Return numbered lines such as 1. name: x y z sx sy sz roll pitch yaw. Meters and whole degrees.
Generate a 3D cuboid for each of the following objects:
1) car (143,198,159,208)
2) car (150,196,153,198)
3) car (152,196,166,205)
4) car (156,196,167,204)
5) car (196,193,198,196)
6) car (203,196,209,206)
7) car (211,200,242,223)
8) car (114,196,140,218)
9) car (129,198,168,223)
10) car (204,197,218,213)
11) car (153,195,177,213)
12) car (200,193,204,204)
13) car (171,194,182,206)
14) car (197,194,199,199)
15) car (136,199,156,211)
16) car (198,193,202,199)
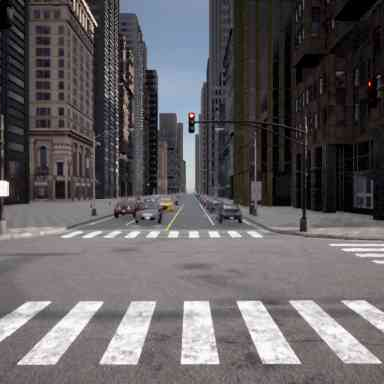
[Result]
1. car: -5.797 1.589 47.668 1.802 1.307 4.206 0 0 0
2. car: -5.790 1.444 36.387 1.967 1.590 4.097 0 0 0
3. car: -5.805 1.452 58.949 1.967 1.590 4.097 0 0 0
4. car: -5.809 1.541 64.420 1.752 1.417 4.829 0 0 0
5. car: 2.701 1.561 87.337 1.752 1.417 4.829 0 0 0
6. car: 2.732 1.550 42.042 1.887 1.381 4.507 0 0 0
7. car: 2.743 1.552 25.120 2.008 1.369 4.403 0 0 0
8. car: -5.786 1.317 30.746 2.192 1.841 5.009 0 0 0
9. car: -3.169 1.493 25.188 2.128 1.511 4.902 0 0 -3
10. car: 2.736 1.554 36.402 2.008 1.369 4.403 0 0 0
11. car: -3.124 1.482 38.122 1.882 1.535 5.008 0 0 0
12. car: 2.724 1.449 53.323 1.967 1.590 4.097 0 0 0
13. car: -3.091 1.517 53.906 1.837 1.490 4.892 0 -1 0
14. car: 2.709 1.569 75.885 1.887 1.381 4.507 0 0 0
15. car: -5.793 1.571 42.028 1.947 1.339 4.313 0 0 0
16. car: 2.716 1.456 64.604 1.967 1.590 4.097 0 0 0
